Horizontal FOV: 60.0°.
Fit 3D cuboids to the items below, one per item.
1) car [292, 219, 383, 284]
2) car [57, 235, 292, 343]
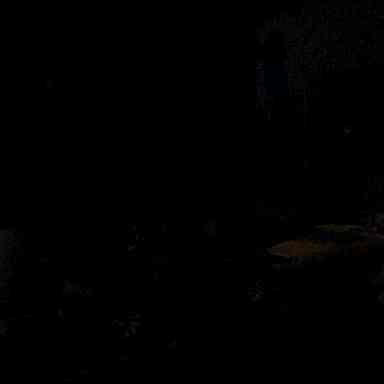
[{"bbox_3d":[3.992,1.526,9.552,4.829,1.417,1.752,0,0,-36],"label":"car"},{"bbox_3d":[-0.279,1.566,6.469,4.313,1.339,1.947,0,0,-36],"label":"car"}]
